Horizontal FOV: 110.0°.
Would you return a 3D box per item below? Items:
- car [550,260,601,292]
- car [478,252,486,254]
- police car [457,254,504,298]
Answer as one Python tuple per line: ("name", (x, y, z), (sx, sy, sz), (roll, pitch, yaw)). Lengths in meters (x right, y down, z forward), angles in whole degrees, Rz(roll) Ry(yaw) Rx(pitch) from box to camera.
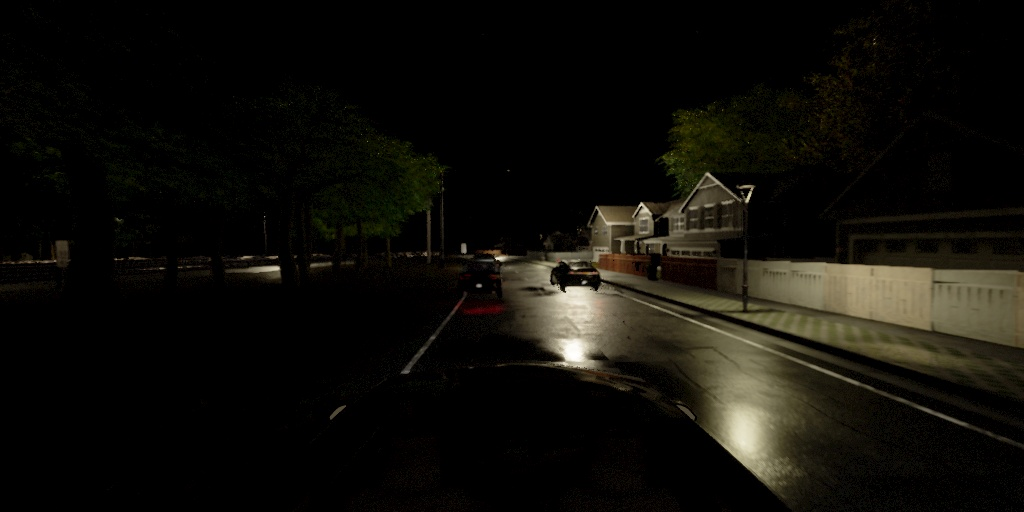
("car", (3.129, 0.937, 18.491), (2.128, 1.511, 4.902), (0, 1, -3))
("car", (-1.958, 0.647, 26.593), (2.097, 1.767, 4.553), (0, 1, -4))
("police car", (-1.398, 0.911, 16.733), (1.930, 1.638, 5.238), (0, 1, -2))
